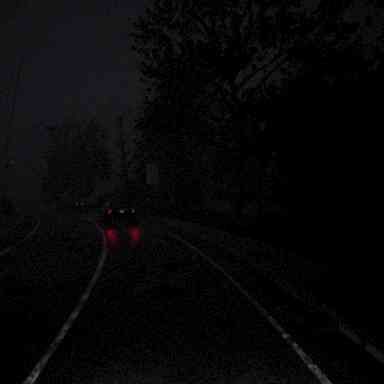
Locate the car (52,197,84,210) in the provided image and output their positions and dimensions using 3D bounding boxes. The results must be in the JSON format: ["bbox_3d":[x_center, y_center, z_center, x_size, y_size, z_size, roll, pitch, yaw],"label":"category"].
[{"bbox_3d":[-14.382,1.328,38.954,2.033,1.411,5.357,4,-2,-38],"label":"car"}]

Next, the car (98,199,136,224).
[{"bbox_3d":[-5.522,1.319,24.149,2.097,1.767,4.553,2,0,-23],"label":"car"}]
